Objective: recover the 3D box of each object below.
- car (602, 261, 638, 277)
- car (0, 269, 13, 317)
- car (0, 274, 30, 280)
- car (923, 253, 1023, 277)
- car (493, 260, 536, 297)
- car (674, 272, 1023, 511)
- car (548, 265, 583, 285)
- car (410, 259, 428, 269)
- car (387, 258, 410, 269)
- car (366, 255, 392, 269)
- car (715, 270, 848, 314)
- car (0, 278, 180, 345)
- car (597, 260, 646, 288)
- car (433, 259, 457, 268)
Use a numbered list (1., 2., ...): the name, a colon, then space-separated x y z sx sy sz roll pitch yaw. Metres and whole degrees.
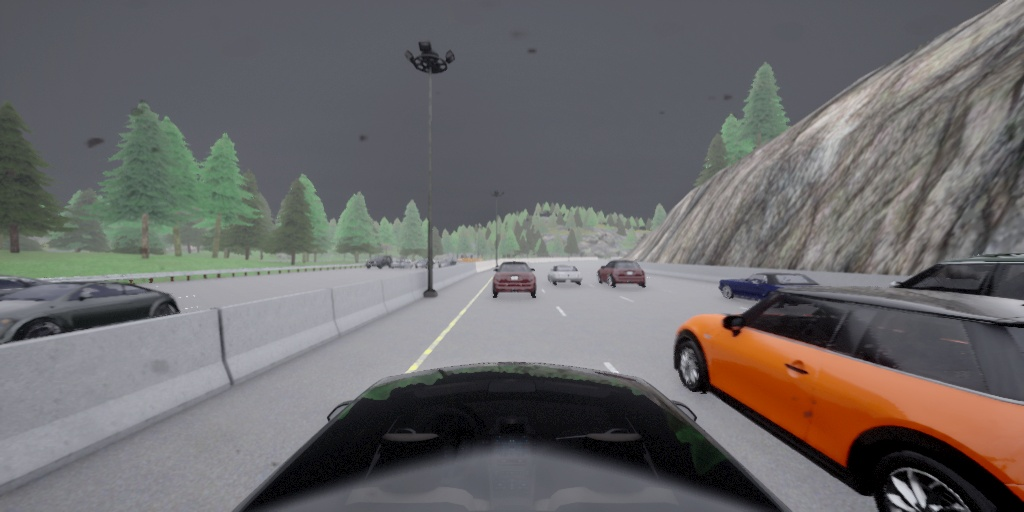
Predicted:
1. car: 10.679 1.239 35.971 2.033 1.411 5.357 0 0 1
2. car: -17.592 1.214 9.455 1.882 1.535 5.008 0 0 0
3. car: -14.092 1.229 8.859 2.128 1.511 4.902 0 0 0
4. car: 7.103 0.965 4.781 2.150 2.045 5.566 0 0 0
5. car: 0.120 1.073 18.839 2.097 1.767 4.553 0 0 0
6. car: 3.602 1.099 3.820 2.097 1.767 4.553 0 0 0
7. car: 3.628 1.310 25.325 1.895 1.301 4.718 0 0 0
8. car: -13.034 1.169 53.791 2.128 1.511 4.902 0 0 5
9. car: -16.521 1.303 54.092 1.895 1.301 4.718 0 0 5
10. car: -20.006 0.902 54.414 2.150 2.045 5.566 0 0 5
11. car: 10.615 1.329 14.677 1.895 1.301 4.718 0 0 0
12. car: -10.592 1.302 8.591 1.994 1.385 4.181 0 0 0
13. car: 7.127 1.065 23.798 2.097 1.767 4.553 0 0 0
14. car: -9.549 1.170 53.460 2.128 1.511 4.902 0 0 5
